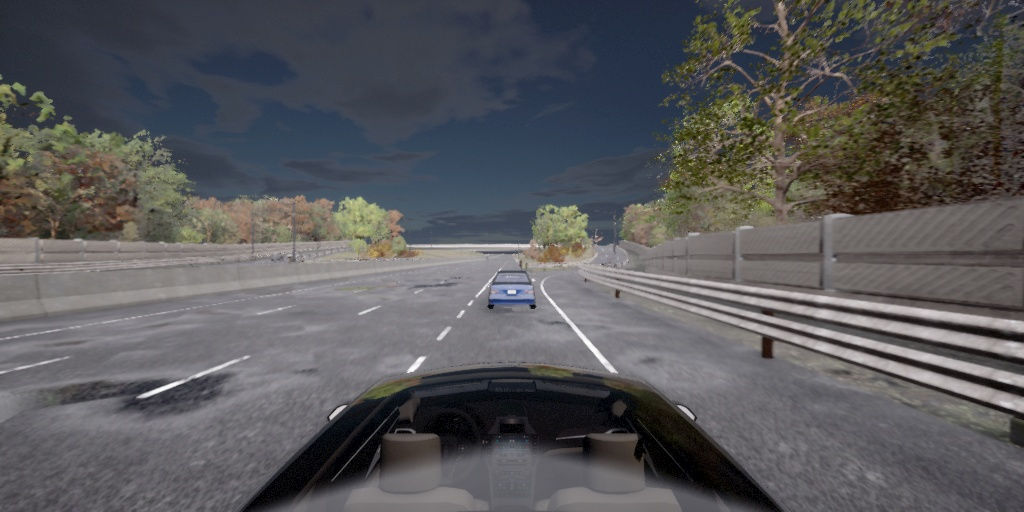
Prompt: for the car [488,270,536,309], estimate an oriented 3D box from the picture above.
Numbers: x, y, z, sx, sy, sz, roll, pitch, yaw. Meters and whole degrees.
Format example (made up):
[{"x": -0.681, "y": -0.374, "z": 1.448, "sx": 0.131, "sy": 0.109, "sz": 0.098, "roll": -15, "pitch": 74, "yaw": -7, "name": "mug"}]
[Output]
[{"x": 0.004, "y": 1.302, "z": 15.050, "sx": 2.033, "sy": 1.411, "sz": 5.357, "roll": 0, "pitch": 0, "yaw": 0, "name": "car"}]
